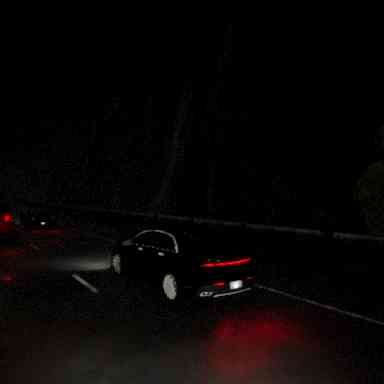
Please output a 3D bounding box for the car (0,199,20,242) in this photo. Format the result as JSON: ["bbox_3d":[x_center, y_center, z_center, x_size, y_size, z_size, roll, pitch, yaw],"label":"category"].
[{"bbox_3d":[-10.373,1.384,16.731,2.150,2.045,5.566,0,-1,-35],"label":"car"}]

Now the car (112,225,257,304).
[{"bbox_3d":[-0.501,1.614,8.584,1.837,1.490,4.892,1,-1,-35],"label":"car"}]

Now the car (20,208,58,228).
[{"bbox_3d":[-11.291,1.812,24.214,1.895,1.301,4.718,0,0,-35],"label":"car"}]
